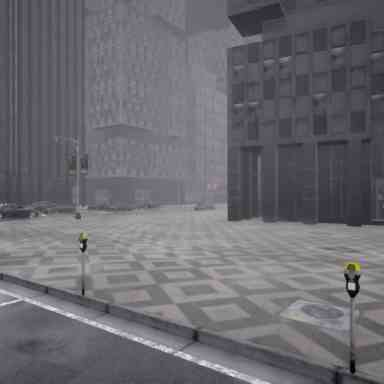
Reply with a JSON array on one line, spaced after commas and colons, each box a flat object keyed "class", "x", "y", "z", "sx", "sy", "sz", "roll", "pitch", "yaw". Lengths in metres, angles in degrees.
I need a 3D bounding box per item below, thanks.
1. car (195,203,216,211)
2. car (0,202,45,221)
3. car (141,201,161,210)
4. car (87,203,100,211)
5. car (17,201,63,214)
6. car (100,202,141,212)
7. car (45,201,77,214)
[{"class": "car", "x": 2.320, "y": 2.488, "z": 56.733, "sx": 1.994, "sy": 1.385, "sz": 4.181, "roll": 0, "pitch": -1, "yaw": 36}, {"class": "car", "x": -16.512, "y": 1.815, "z": 30.447, "sx": 1.837, "sy": 1.490, "sz": 4.892, "roll": 0, "pitch": -1, "yaw": 36}, {"class": "car", "x": -7.769, "y": 2.356, "z": 59.644, "sx": 1.882, "sy": 1.535, "sz": 5.008, "roll": 0, "pitch": -1, "yaw": 36}, {"class": "car", "x": -13.780, "y": 2.283, "z": 51.335, "sx": 1.895, "sy": 1.301, "sz": 4.718, "roll": 0, "pitch": -1, "yaw": 36}, {"class": "car", "x": -19.644, "y": 1.983, "z": 43.158, "sx": 2.128, "sy": 1.511, "sz": 4.902, "roll": 0, "pitch": -1, "yaw": 36}, {"class": "car", "x": -10.696, "y": 2.237, "z": 50.060, "sx": 2.033, "sy": 1.411, "sz": 5.357, "roll": 0, "pitch": -1, "yaw": 36}, {"class": "car", "x": -16.659, "y": 2.059, "z": 41.763, "sx": 1.994, "sy": 1.385, "sz": 4.181, "roll": 0, "pitch": -1, "yaw": 35}]
